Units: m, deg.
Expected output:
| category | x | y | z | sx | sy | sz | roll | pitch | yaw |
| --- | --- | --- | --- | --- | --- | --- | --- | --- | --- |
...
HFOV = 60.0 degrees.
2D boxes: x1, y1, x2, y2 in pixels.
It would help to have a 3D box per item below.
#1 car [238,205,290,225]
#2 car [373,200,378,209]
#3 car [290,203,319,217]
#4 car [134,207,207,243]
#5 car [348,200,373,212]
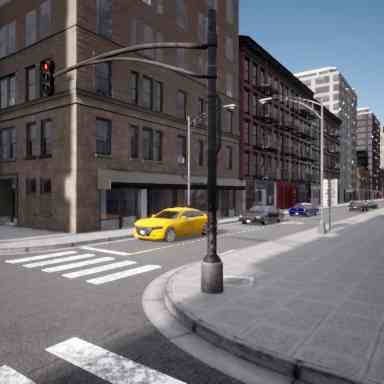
| category | x | y | z | sx | sy | sz | roll | pitch | yaw |
| --- | --- | --- | --- | --- | --- | --- | --- | --- | --- |
| car | 5.561 | 1.703 | 25.919 | 2.033 | 1.411 | 5.357 | 0 | 0 | 35 |
| car | 27.789 | 1.904 | 52.034 | 1.994 | 1.385 | 4.181 | 0 | 0 | 35 |
| car | 11.548 | 1.815 | 34.304 | 1.895 | 1.301 | 4.718 | 0 | 0 | 36 |
| car | -0.788 | 1.568 | 16.993 | 1.882 | 1.535 | 5.008 | 0 | -1 | 35 |
| car | 22.035 | 1.781 | 43.957 | 2.128 | 1.511 | 4.902 | 0 | 0 | 36 |
